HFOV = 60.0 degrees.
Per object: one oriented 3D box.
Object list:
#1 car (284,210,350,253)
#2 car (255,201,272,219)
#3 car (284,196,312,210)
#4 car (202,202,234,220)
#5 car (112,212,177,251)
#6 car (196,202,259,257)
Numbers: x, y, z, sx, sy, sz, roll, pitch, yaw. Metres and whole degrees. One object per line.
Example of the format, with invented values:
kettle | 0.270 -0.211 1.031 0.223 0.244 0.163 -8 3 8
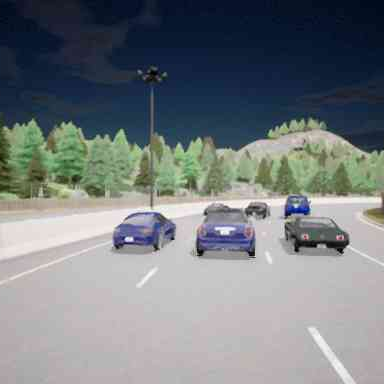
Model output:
car | 5.063 1.672 14.163 1.895 1.301 4.718 0 0 10
car | 6.292 1.652 31.322 1.837 1.490 4.892 0 0 21
car | 10.079 1.377 31.555 2.150 2.045 5.566 0 0 22
car | 2.489 1.703 31.095 1.994 1.385 4.181 0 0 20
car | -1.936 1.585 14.469 1.812 1.442 4.674 0 0 9
car | 1.462 1.413 13.485 2.097 1.767 4.553 0 0 9
